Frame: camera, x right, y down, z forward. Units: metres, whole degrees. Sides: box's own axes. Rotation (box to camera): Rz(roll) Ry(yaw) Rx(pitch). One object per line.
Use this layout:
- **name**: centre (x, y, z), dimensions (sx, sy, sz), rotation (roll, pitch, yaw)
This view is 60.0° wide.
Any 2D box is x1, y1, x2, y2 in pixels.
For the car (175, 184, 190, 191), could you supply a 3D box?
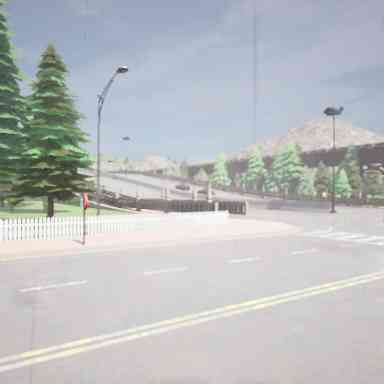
- **car**: centre (-2.219, -1.193, 78.126), dimensions (2.128, 1.511, 4.902), rotation (0, 7, -34)

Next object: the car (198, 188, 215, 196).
- **car**: centre (3.064, -0.016, 70.404), dimensions (1.812, 1.442, 4.674), rotation (0, 7, -34)
